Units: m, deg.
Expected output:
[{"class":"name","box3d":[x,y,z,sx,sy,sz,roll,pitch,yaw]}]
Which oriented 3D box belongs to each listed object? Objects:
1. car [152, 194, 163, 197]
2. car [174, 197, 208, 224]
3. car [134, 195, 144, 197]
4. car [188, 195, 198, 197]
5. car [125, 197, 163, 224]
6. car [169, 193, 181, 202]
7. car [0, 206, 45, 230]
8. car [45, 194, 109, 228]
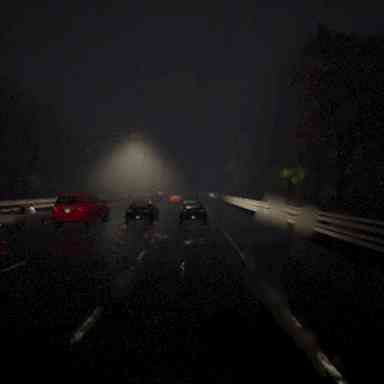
[{"class":"car","box3d":[-6.739,1.174,64.375,2.128,1.511,4.902,0,0,0]},{"class":"car","box3d":[0.083,1.374,23.390,2.128,1.511,4.902,0,0,0]},{"class":"car","box3d":[-10.235,1.229,64.612,2.033,1.411,5.357,0,0,0]},{"class":"car","box3d":[0.257,1.247,64.231,1.994,1.385,4.181,0,0,0]},{"class":"car","box3d":[-3.416,1.374,23.379,2.128,1.511,4.902,0,0,0]},{"class":"car","box3d":[-3.242,1.034,64.320,2.097,1.767,4.553,0,0,0]},{"class":"car","box3d":[-10.433,1.498,20.190,1.895,1.301,4.718,0,0,0]},{"class":"car","box3d":[-6.924,1.115,21.201,2.150,2.045,5.566,0,1,0]}]
